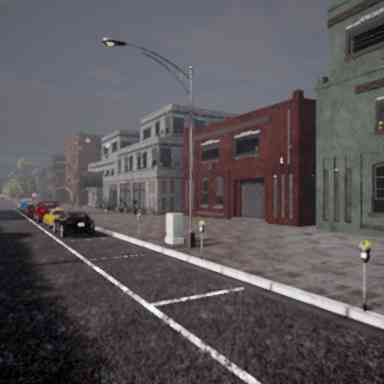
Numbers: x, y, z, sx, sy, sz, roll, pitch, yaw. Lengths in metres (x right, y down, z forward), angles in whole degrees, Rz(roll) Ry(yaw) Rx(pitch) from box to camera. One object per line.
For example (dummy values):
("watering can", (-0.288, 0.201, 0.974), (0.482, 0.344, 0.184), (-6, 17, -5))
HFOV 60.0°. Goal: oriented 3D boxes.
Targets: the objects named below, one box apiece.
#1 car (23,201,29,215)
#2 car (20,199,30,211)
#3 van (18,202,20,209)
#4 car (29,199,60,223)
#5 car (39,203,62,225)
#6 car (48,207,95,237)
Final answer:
("car", (-18.122, 2.023, 38.567), (1.802, 1.307, 4.206), (0, 0, -30))
("car", (-21.012, 2.024, 43.502), (1.752, 1.417, 4.829), (0, 0, -30))
("van", (-23.732, 1.893, 48.144), (1.690, 1.788, 3.998), (0, 0, -30))
("car", (-12.517, 1.646, 28.994), (2.192, 1.841, 5.009), (0, 0, -30))
("car", (-9.796, 1.802, 24.352), (1.752, 1.417, 4.829), (0, 0, -30))
("car", (-6.907, 1.785, 19.418), (1.947, 1.339, 4.313), (0, 0, -30))
